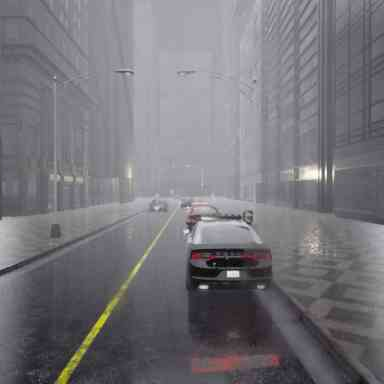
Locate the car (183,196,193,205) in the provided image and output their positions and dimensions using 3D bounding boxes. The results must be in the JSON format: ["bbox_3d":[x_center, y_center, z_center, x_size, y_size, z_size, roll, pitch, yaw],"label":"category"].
[{"bbox_3d":[-0.733,1.523,60.289,1.812,1.442,4.674,0,0,-1],"label":"car"}]

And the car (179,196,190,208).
[{"bbox_3d":[-0.557,1.598,46.676,1.895,1.301,4.718,0,0,0],"label":"car"}]

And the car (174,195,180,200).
[{"bbox_3d":[-4.137,1.547,93.522,2.033,1.411,5.357,0,0,-1],"label":"car"}]

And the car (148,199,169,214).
[{"bbox_3d":[-3.535,1.489,35.611,2.128,1.511,4.902,0,0,-1],"label":"car"}]

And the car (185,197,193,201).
[{"bbox_3d":[0.591,1.453,25.267,1.801,1.575,5.366,0,0,-1],"label":"car"}]

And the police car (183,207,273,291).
[{"bbox_3d":[0.787,1.424,9.188,1.930,1.638,5.238,0,0,-1],"label":"police car"}]

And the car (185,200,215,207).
[{"bbox_3d":[0.666,1.476,19.077,1.882,1.535,5.008,0,0,-1],"label":"car"}]
